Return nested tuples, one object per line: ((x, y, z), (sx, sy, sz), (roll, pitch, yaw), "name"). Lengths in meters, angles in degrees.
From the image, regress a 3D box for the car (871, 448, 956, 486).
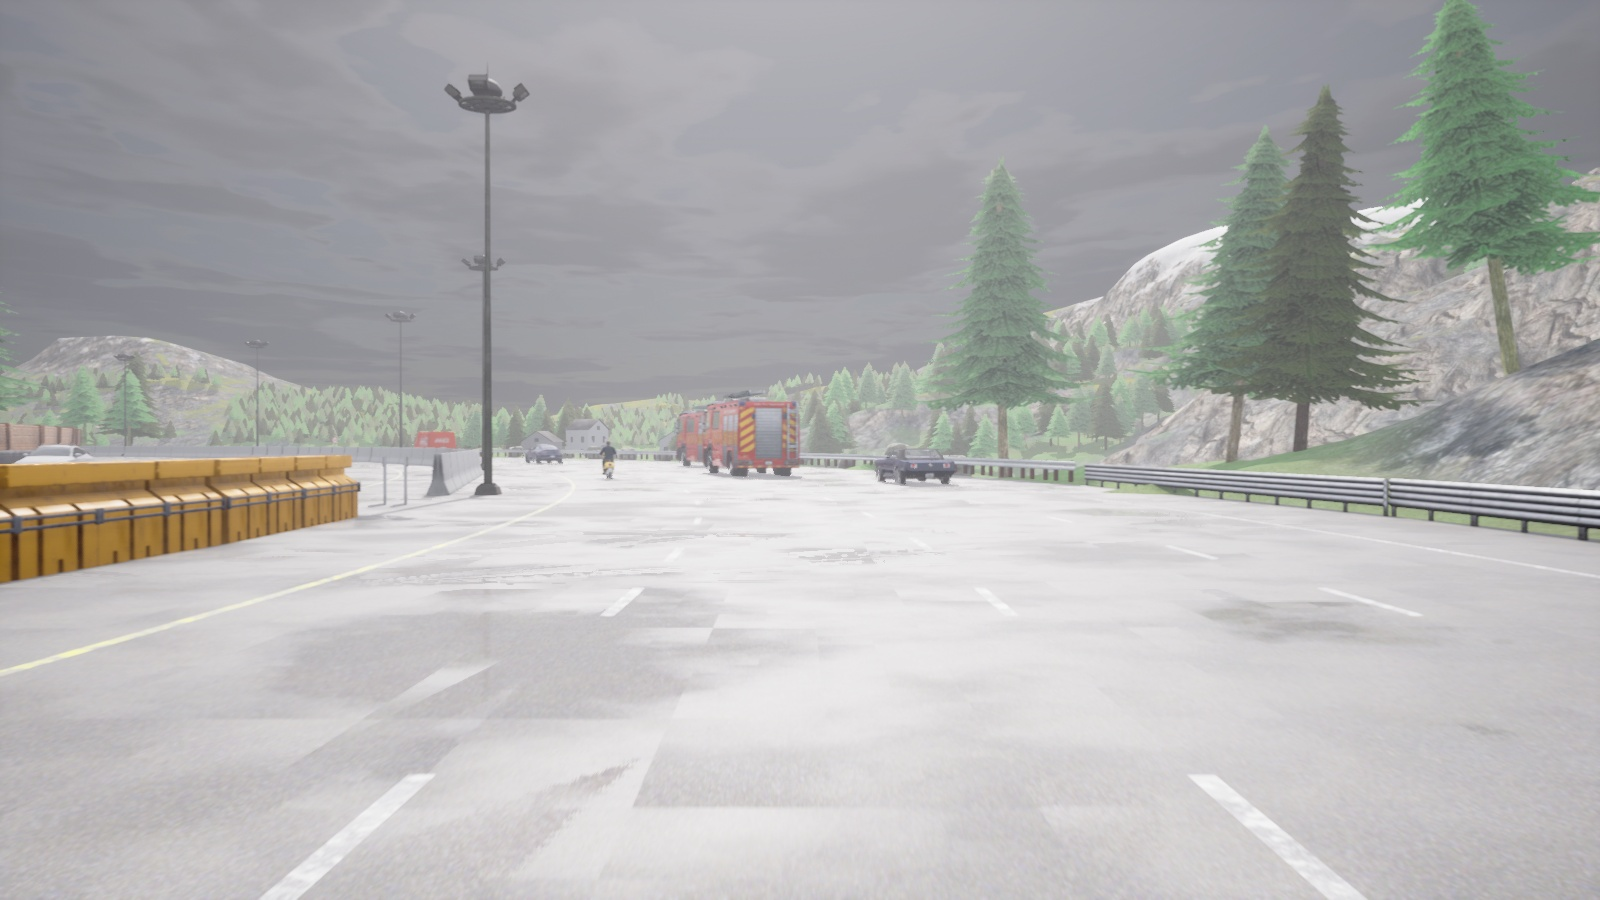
((4.098, 0.589, 46.251), (1.895, 1.301, 4.718), (0, 0, -11), "car")

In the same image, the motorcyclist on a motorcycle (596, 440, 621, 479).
((-8.067, 0.396, 52.743), (0.866, 1.590, 1.817), (-1, 1, -14), "motorcyclist on a motorcycle")

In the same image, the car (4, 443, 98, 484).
((-28.484, 0.479, 47.923), (1.812, 1.442, 4.674), (0, 0, -14), "car")

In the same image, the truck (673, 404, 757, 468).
((-5.475, -0.869, 79.199), (2.891, 3.827, 8.468), (0, 0, -21), "truck")

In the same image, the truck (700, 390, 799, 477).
((-2.546, -0.756, 59.505), (2.891, 3.827, 8.468), (0, 0, -15), "truck")

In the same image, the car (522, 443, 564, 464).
((-18.720, 0.242, 91.332), (1.812, 1.442, 4.674), (0, 0, -27), "car")
